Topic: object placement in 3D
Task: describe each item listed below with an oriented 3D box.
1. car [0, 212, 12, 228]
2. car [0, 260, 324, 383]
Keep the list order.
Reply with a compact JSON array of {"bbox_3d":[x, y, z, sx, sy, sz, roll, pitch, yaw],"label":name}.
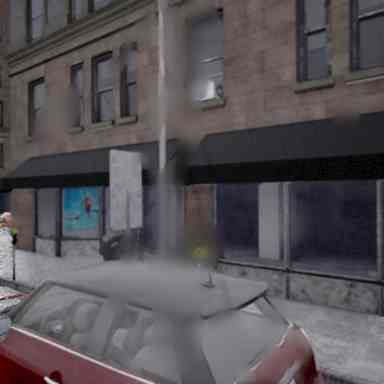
[{"bbox_3d":[-11.362,1.653,24.011,2.097,1.767,4.553,-1,-1,36],"label":"car"},{"bbox_3d":[-0.904,1.464,3.457,4.097,1.590,1.967,-1,0,36],"label":"car"}]
